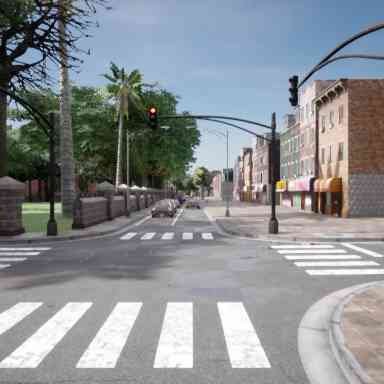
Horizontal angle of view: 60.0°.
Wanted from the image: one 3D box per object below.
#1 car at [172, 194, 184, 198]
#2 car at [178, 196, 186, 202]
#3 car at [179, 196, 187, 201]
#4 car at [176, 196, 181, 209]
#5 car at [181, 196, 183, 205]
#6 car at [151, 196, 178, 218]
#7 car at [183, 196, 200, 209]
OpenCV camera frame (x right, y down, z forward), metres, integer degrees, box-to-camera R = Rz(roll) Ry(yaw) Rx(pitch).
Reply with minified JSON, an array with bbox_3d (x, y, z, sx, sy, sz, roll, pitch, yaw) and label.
[{"bbox_3d":[-2.910,1.398,64.223,2.150,2.045,5.566,0,0,0],"label":"car"},{"bbox_3d":[-2.547,1.856,87.472,2.008,1.369,4.403,-1,0,0],"label":"car"},{"bbox_3d":[-2.541,1.909,93.161,1.947,1.339,4.313,-1,0,0],"label":"car"},{"bbox_3d":[-2.601,1.496,36.275,1.967,1.590,4.097,0,0,0],"label":"car"},{"bbox_3d":[-2.589,1.677,47.652,1.802,1.307,4.206,0,0,0],"label":"car"},{"bbox_3d":[-2.608,1.480,30.587,1.967,1.590,4.097,0,0,0],"label":"car"},{"bbox_3d":[0.152,1.643,47.857,2.033,1.411,5.357,0,0,0],"label":"car"}]
